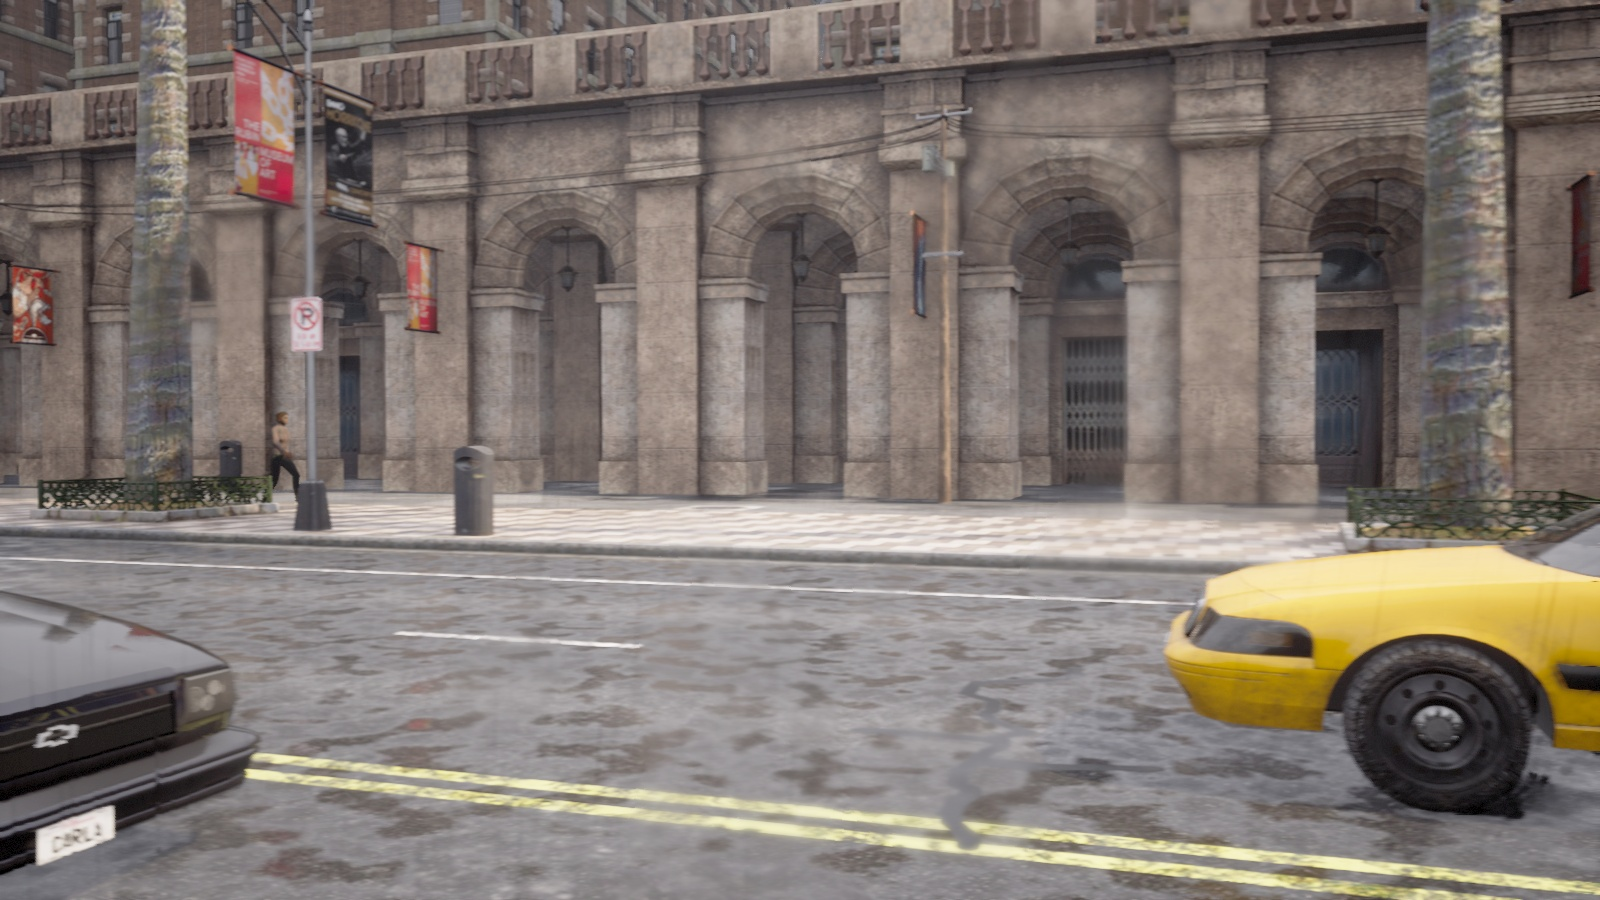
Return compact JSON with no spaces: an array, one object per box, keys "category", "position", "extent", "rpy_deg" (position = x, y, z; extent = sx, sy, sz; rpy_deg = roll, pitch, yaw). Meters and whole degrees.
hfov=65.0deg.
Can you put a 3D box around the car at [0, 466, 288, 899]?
[{"category":"car","position":[-4.878,0.778,4.835],"extent":[5.357,1.411,2.033],"rpy_deg":[1,1,19]}]

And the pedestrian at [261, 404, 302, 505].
[{"category":"pedestrian","position":[-9.544,0.077,23.117],"extent":[0.634,1.846,0.331],"rpy_deg":[1,1,18]}]

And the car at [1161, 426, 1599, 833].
[{"category":"car","position":[4.388,0.696,5.383],"extent":[5.366,1.575,1.801],"rpy_deg":[1,1,19]}]
